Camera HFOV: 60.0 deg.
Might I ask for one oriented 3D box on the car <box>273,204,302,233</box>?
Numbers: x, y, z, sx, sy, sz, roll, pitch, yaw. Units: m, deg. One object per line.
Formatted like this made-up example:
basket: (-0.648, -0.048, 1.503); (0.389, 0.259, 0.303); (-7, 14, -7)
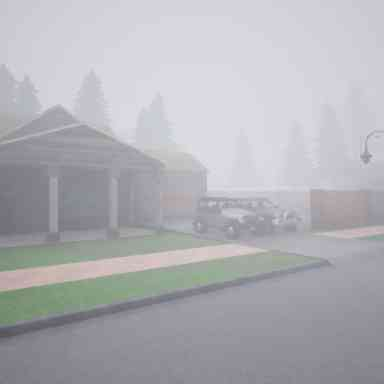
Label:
car: (3.474, 1.174, 17.866); (1.932, 1.855, 4.605); (0, 0, -36)

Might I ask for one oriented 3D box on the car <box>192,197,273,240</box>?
car: (1.664, 1.176, 16.079); (1.905, 1.878, 3.866); (0, 0, -36)
